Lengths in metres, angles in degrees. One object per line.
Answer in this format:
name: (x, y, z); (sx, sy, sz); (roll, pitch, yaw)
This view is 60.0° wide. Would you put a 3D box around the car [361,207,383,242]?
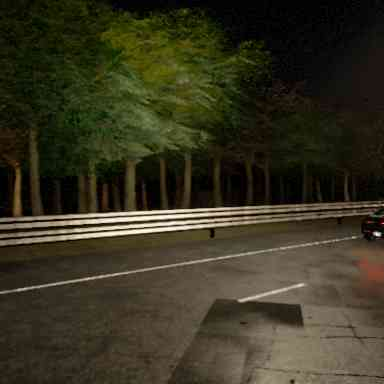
car: (9.171, 1.353, 14.169); (4.892, 1.490, 1.837); (-1, 0, -33)
